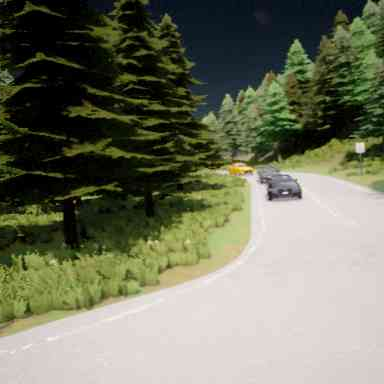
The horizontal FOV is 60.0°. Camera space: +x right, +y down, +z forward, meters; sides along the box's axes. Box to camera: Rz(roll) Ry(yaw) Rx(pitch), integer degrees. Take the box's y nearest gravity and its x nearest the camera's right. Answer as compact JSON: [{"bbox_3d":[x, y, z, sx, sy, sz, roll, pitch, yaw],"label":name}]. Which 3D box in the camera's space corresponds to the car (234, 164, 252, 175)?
[{"bbox_3d":[6.195,-2.956,43.022,1.882,1.535,5.008,-5,7,-15],"label":"car"}]

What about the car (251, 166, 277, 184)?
[{"bbox_3d":[7.118,-1.667,31.143,2.128,1.511,4.902,-5,6,6],"label":"car"}]

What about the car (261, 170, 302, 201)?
[{"bbox_3d":[5.681,-0.367,21.054,1.994,1.385,4.181,-4,6,10],"label":"car"}]
